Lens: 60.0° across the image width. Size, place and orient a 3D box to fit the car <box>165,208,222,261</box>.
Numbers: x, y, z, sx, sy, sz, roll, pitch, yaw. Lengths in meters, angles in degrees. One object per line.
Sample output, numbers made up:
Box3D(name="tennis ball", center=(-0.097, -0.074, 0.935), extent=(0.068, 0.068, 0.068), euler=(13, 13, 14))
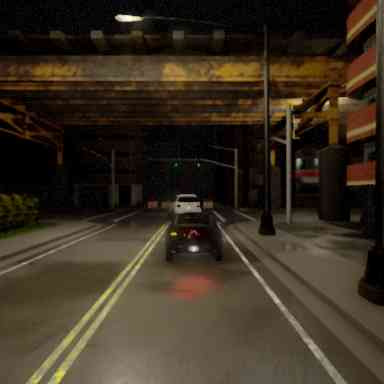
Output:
Box3D(name="car", center=(0.063, 1.500, 12.312), extent=(1.837, 1.490, 4.892), euler=(0, -2, 0))

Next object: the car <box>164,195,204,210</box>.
Box3D(name="car", center=(-0.738, 1.224, 27.875), extent=(2.150, 2.045, 5.566), euler=(0, 0, -11))

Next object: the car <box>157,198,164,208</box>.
Box3D(name="car", center=(-3.649, 1.453, 48.664), extent=(2.038, 1.542, 4.974), euler=(0, 0, 25))

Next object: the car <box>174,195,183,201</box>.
Box3D(name="car", center=(-3.291, 1.452, 83.475), extent=(2.038, 1.542, 4.974), euler=(0, 0, 0))

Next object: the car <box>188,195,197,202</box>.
Box3D(name="car", center=(0.141, 1.452, 74.953), extent=(2.038, 1.542, 4.974), euler=(0, 0, 0))

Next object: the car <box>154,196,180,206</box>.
Box3D(name="car", center=(-3.627, 1.295, 48.711), extent=(1.853, 1.218, 4.536), euler=(0, 0, 25))

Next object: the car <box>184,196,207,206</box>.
Box3D(name="car", center=(0.493, 1.295, 48.406), extent=(1.853, 1.218, 4.536), euler=(0, 0, -20))
